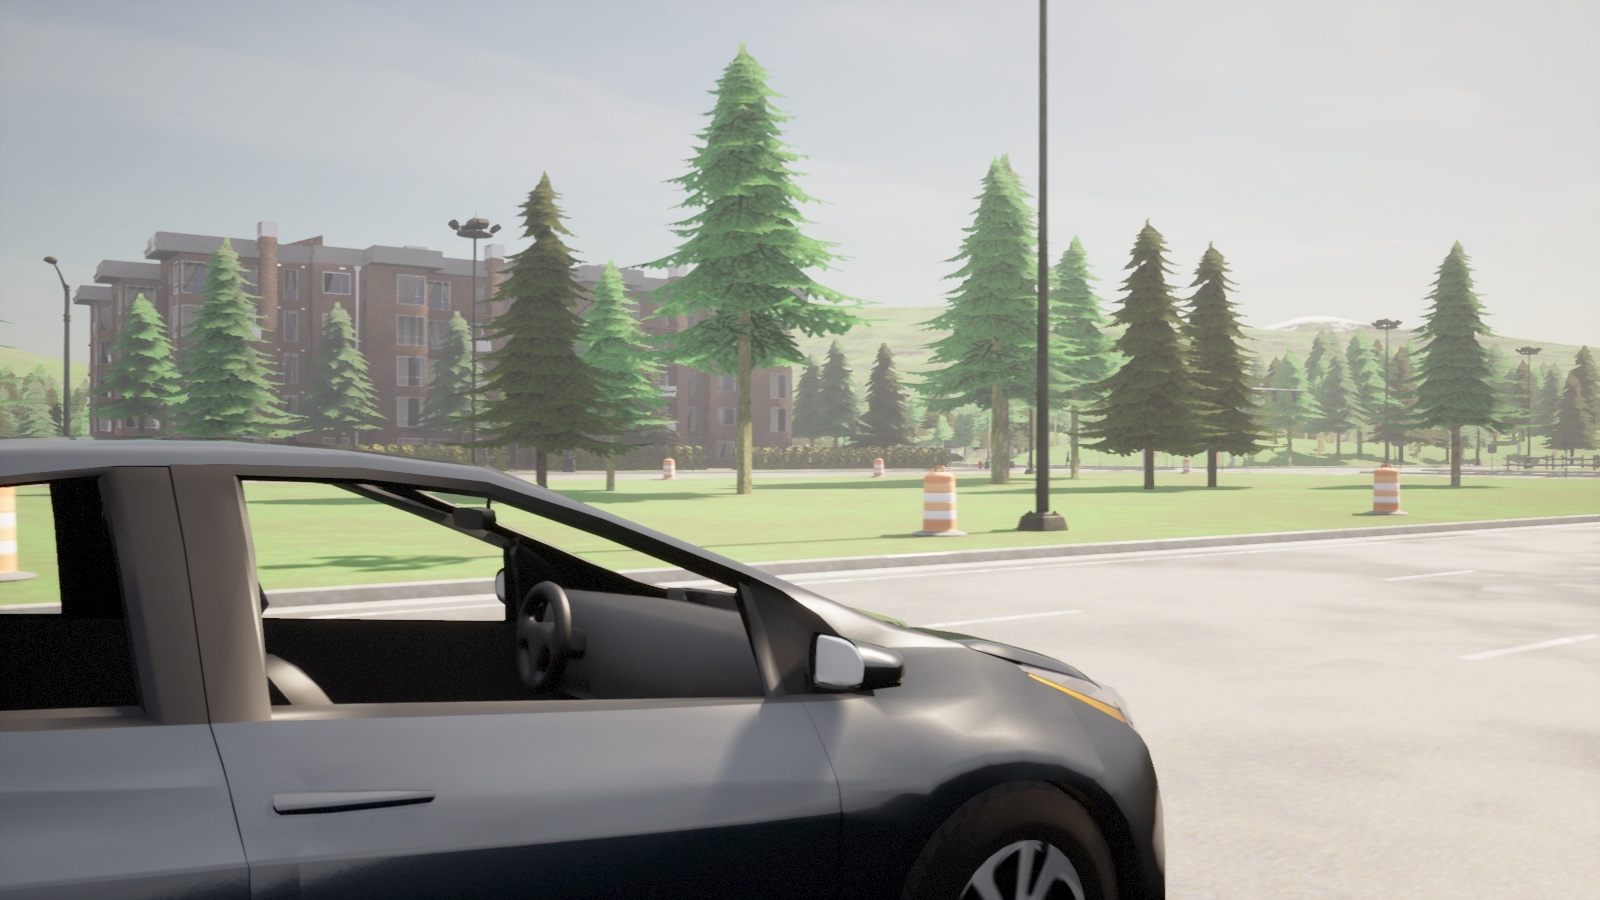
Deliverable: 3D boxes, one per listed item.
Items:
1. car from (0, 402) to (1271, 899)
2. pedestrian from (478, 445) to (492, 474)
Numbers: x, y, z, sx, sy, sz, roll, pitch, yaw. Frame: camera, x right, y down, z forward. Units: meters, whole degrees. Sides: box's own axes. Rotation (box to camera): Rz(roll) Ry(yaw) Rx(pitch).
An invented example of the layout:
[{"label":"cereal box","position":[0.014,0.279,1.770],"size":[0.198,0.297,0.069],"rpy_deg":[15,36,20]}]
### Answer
[{"label":"car","position":[-1.190,0.701,2.831],"size":[4.514,1.525,2.007],"rpy_deg":[0,0,-35]},{"label":"pedestrian","position":[-21.503,0.631,85.771],"size":[0.788,1.949,0.423],"rpy_deg":[0,0,-34]}]
